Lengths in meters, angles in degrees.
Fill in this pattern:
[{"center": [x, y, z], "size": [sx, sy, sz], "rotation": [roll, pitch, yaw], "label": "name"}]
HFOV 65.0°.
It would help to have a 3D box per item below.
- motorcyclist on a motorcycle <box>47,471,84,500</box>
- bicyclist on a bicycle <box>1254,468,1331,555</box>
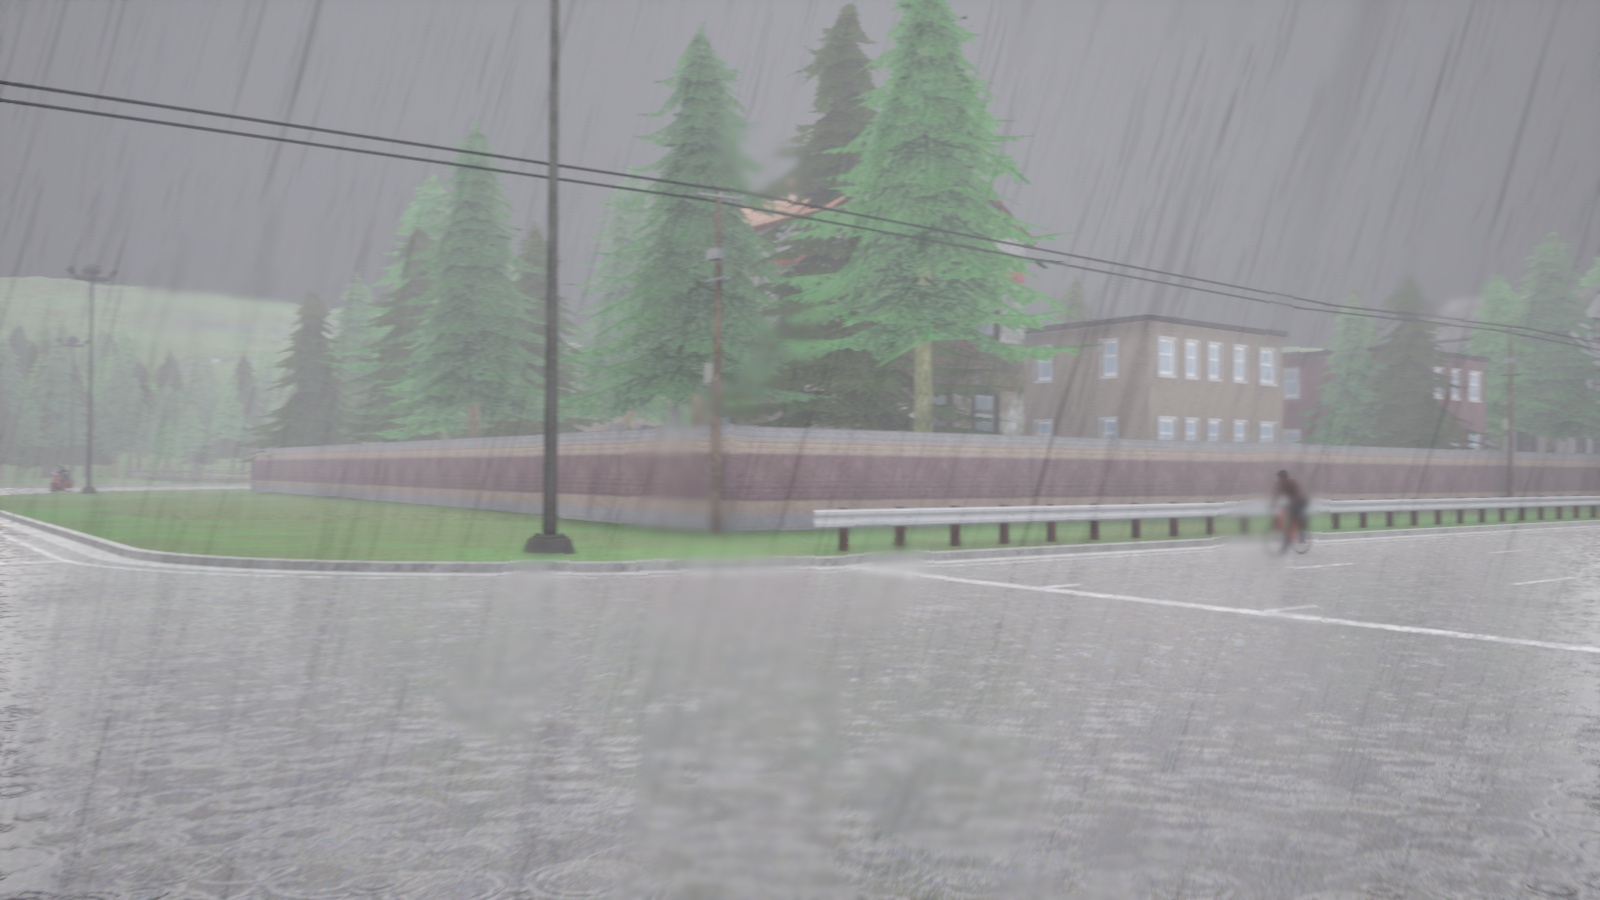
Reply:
[{"center": [-41.682, 2.013, 71.260], "size": [0.866, 1.590, 1.817], "rotation": [1, -1, 6], "label": "motorcyclist on a motorcycle"}, {"center": [9.405, 1.149, 23.981], "size": [1.656, 1.620, 0.582], "rotation": [0, -1, -38], "label": "bicyclist on a bicycle"}]
